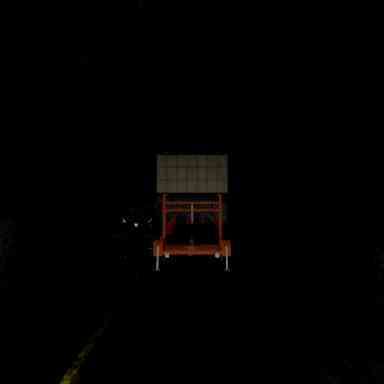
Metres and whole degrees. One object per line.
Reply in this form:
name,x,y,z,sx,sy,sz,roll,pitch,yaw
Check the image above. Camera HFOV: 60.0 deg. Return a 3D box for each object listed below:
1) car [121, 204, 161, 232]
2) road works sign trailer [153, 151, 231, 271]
car,-2.986,1.510,20.184,1.837,1.490,4.892,0,0,0
road works sign trailer,0.007,0.466,10.942,2.380,3.560,2.880,0,0,0
